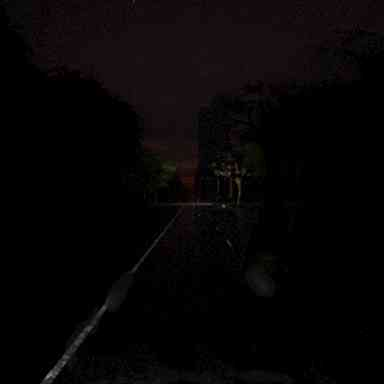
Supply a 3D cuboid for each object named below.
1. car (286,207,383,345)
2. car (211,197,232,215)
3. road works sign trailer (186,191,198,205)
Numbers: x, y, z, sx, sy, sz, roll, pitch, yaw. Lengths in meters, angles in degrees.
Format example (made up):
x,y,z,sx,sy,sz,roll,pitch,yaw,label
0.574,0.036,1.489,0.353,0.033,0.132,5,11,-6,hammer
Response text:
x,y,z,sx,sy,sz,roll,pitch,yaw,label
3.601,1.295,6.641,2.150,2.045,5.566,0,0,0,car
3.604,1.681,40.582,2.150,2.045,5.566,0,-1,0,car
0.010,1.435,80.336,2.380,3.560,2.880,0,-1,0,road works sign trailer
